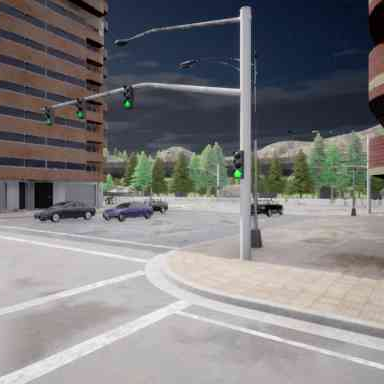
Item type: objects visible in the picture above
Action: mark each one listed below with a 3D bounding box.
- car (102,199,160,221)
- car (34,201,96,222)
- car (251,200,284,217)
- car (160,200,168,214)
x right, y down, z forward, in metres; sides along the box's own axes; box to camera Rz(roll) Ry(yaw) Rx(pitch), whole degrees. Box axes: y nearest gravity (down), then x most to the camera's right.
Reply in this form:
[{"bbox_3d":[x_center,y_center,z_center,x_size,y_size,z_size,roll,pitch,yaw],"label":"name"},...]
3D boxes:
[{"bbox_3d":[-5.085,1.526,27.082,1.812,1.442,4.674,0,0,36],"label":"car"},{"bbox_3d":[-9.945,1.505,26.345,1.837,1.490,4.892,0,0,36],"label":"car"},{"bbox_3d":[7.126,1.478,31.740,1.882,1.535,5.008,0,0,36],"label":"car"},{"bbox_3d":[-4.456,1.491,33.882,2.128,1.511,4.902,0,0,36],"label":"car"}]
